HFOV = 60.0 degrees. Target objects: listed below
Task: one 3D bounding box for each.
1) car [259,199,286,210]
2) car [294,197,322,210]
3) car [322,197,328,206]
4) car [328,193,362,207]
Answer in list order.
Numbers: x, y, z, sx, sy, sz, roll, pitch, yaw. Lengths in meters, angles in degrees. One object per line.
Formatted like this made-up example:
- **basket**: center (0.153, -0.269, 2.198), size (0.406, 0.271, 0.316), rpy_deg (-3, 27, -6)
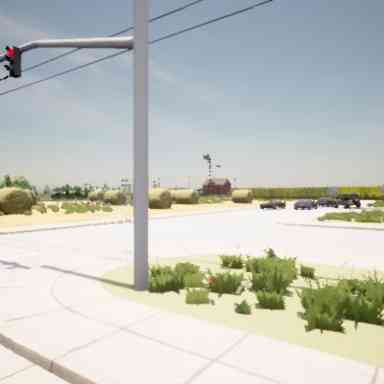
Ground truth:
- **car**: center (10.212, 1.602, 42.171), size (1.895, 1.301, 4.718), rpy_deg (-1, -1, 35)
- **car**: center (14.376, 1.514, 41.870), size (1.994, 1.385, 4.181), rpy_deg (-2, -1, 35)
- **car**: center (20.047, 1.500, 50.172), size (2.128, 1.511, 4.902), rpy_deg (0, 0, 35)
- **car**: center (19.612, 1.140, 42.188), size (1.905, 1.878, 3.866), rpy_deg (-6, -1, -8)
